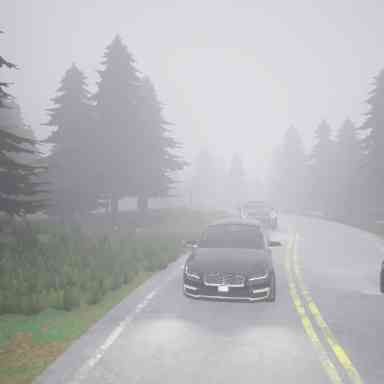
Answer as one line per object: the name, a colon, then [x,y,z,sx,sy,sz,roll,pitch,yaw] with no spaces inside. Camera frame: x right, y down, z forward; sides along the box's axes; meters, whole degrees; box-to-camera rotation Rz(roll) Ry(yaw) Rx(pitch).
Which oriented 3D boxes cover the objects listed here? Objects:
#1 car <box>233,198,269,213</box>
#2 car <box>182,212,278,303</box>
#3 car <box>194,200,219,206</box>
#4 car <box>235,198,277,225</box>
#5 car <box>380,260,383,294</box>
car: [6.193,1.410,35.734,1.837,1.490,4.892,2,-1,-16]
car: [1.089,1.496,8.411,1.837,1.490,4.892,-1,0,12]
car: [1.906,1.799,44.858,1.812,1.442,4.674,3,-5,-35]
car: [3.870,1.270,20.364,2.097,1.767,4.553,-1,0,5]
car: [4.492,1.308,4.642,2.097,1.767,4.553,-1,0,8]
